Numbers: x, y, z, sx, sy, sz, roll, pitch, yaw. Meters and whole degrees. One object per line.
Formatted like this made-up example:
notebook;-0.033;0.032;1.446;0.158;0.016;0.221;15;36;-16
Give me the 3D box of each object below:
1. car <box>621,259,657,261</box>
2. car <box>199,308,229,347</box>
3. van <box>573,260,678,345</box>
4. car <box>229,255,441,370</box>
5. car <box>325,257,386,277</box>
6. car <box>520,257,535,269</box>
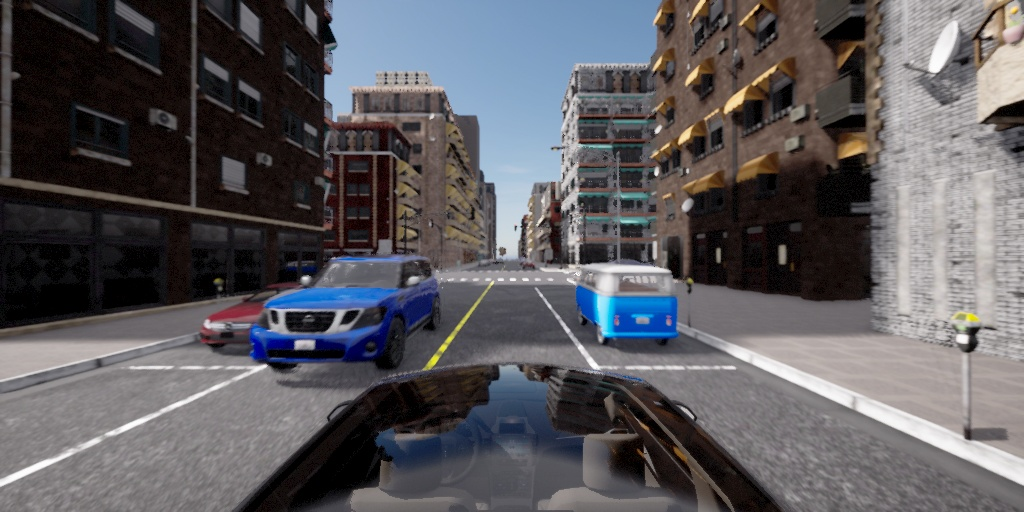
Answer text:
car;12.210;1.049;38.122;5.357;1.411;2.033;-1;0;0
car;-5.688;1.344;9.249;1.802;1.307;4.207;0;0;0
van;2.692;1.102;9.241;1.690;1.789;3.998;0;0;0
car;-3.096;0.981;8.124;2.150;2.045;5.566;0;0;0
car;-16.468;1.167;37.995;5.566;2.045;2.150;0;0;0
car;2.712;1.282;58.409;1.967;1.591;4.097;0;0;0
